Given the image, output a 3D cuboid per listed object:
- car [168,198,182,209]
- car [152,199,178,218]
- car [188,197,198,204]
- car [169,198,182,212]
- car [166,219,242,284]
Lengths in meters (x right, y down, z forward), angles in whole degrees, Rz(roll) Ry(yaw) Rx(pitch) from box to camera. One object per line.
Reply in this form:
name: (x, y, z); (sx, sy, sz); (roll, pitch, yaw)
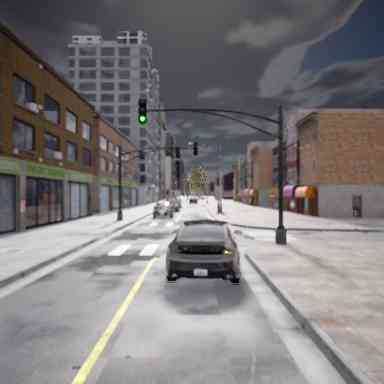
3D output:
car: (-2.636, 1.804, 52.974); (1.882, 1.535, 5.008); (0, 0, 0)
car: (-2.733, 1.699, 32.548); (2.128, 1.511, 4.902); (0, 0, -1)
car: (0.287, 1.929, 72.522); (1.837, 1.490, 4.892); (0, 0, 0)
car: (-2.687, 1.620, 42.553); (2.097, 1.767, 4.553); (0, 0, 0)
car: (0.415, 1.569, 9.863); (1.837, 1.490, 4.892); (0, 0, 5)
